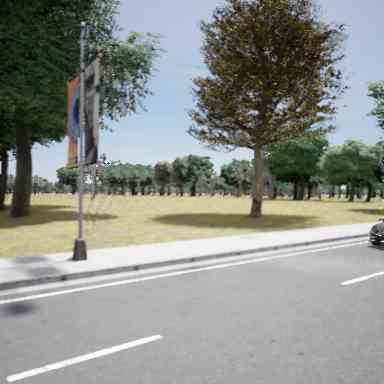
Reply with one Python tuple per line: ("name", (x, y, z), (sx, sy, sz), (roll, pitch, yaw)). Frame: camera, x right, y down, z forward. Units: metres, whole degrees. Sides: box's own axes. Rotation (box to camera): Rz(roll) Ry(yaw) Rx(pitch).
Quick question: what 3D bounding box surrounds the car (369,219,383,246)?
("car", (9.643, 1.569, 14.555), (4.892, 1.490, 1.837), (0, 0, -35))
